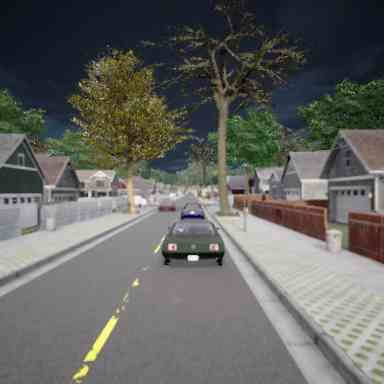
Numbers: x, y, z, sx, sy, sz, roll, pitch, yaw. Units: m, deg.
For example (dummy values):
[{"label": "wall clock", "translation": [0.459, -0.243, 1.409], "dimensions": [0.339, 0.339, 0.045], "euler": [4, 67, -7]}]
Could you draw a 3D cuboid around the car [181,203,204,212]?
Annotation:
[{"label": "car", "translation": [0.055, 1.624, 28.558], "dimensions": [1.994, 1.385, 4.181], "euler": [0, 0, 0]}]

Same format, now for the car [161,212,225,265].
[{"label": "car", "translation": [0.055, 1.626, 11.833], "dimensions": [1.895, 1.301, 4.718], "euler": [0, 0, 0]}]

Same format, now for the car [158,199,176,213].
[{"label": "car", "translation": [-2.853, 1.558, 39.007], "dimensions": [1.882, 1.535, 5.008], "euler": [0, 0, 0]}]
